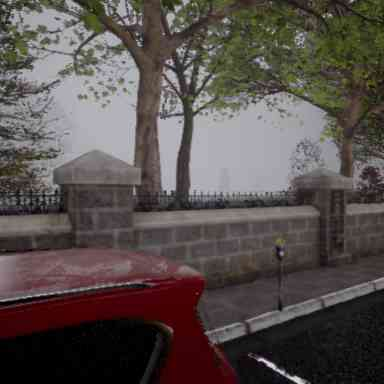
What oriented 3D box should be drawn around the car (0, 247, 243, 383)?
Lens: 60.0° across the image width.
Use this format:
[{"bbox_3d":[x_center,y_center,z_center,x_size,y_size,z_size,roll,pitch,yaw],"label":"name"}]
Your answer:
[{"bbox_3d":[-1.966,1.302,1.046,5.009,1.841,2.192,0,0,-35],"label":"car"}]
